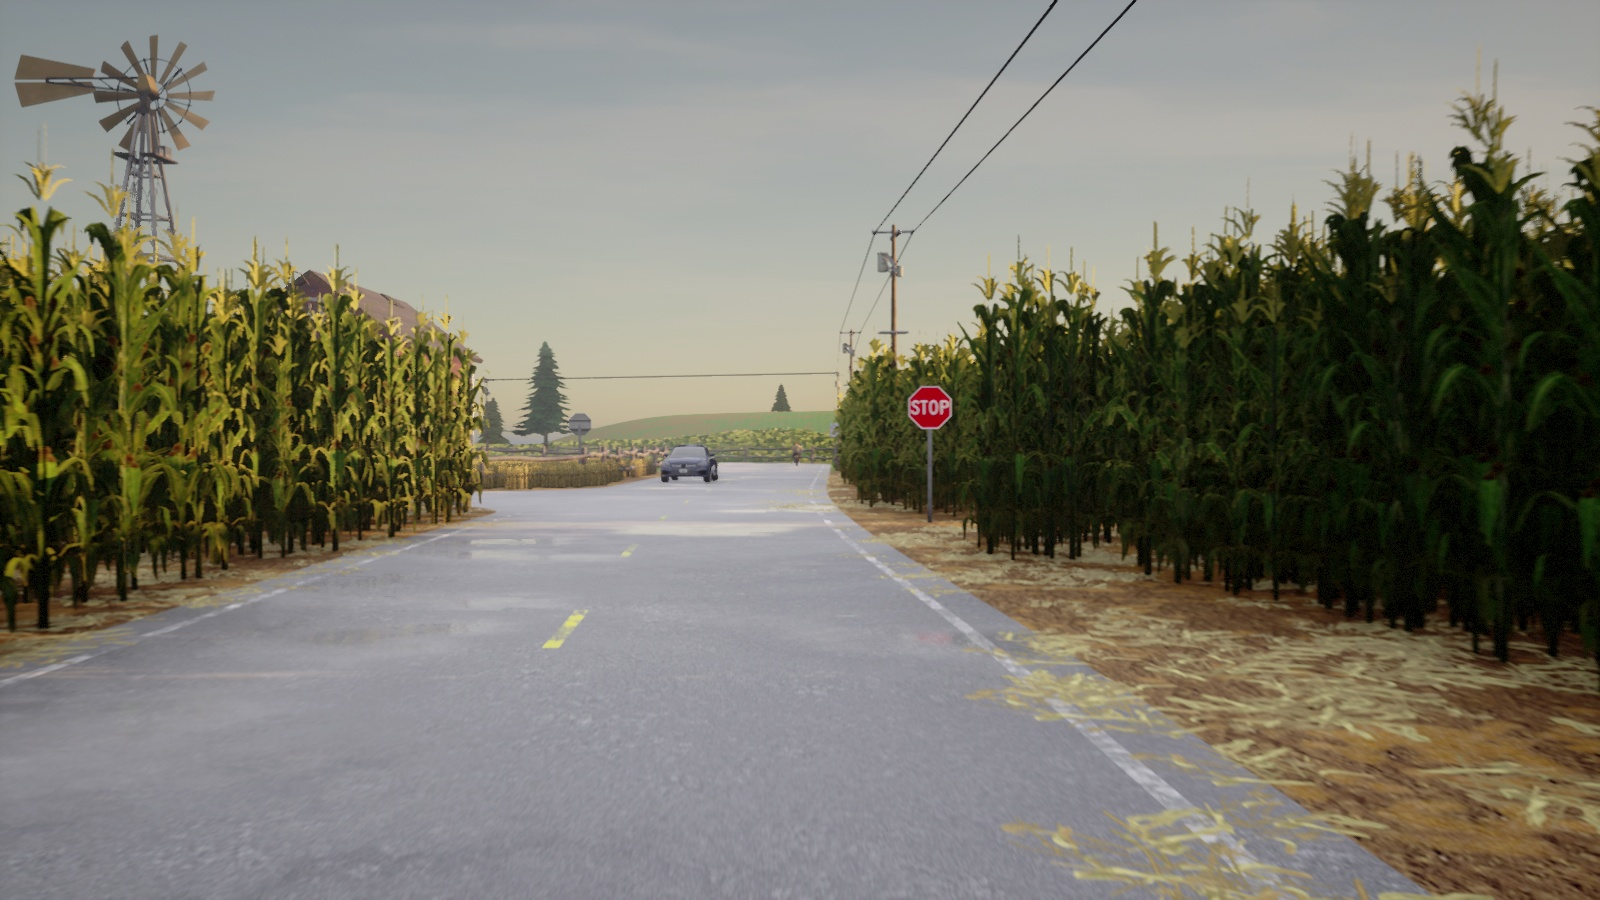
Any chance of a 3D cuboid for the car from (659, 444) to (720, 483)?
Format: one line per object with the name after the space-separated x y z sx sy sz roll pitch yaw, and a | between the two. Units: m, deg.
-4.219 0.496 48.587 1.812 1.442 4.674 0 0 2 | car
